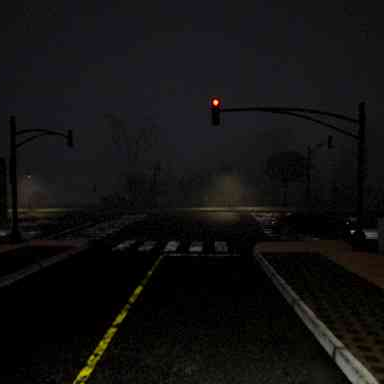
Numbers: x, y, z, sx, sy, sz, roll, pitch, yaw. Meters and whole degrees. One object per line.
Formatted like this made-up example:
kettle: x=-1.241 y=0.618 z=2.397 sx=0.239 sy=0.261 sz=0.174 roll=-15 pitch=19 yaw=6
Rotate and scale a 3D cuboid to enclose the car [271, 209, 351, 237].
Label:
car: x=6.568 y=1.674 z=18.615 sx=4.181 sy=1.385 sz=1.994 roll=-1 pitch=2 yaw=6
